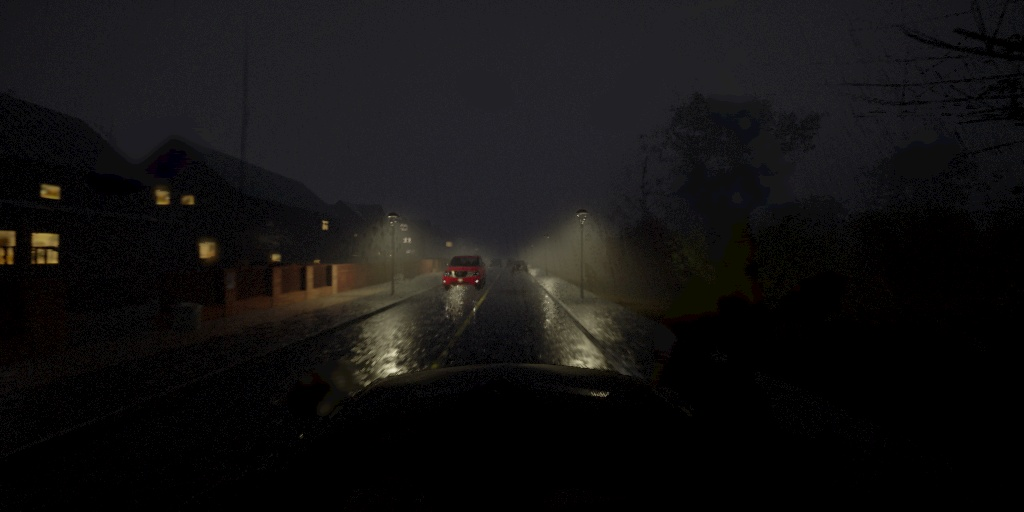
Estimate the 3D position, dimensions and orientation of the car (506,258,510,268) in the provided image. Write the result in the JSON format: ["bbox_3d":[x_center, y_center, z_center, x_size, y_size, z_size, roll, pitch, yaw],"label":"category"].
[{"bbox_3d":[-0.022,1.205,62.205,1.882,1.535,5.008,0,0,0],"label":"car"}]

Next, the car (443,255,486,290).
[{"bbox_3d":[-2.850,0.967,22.539,2.150,2.045,5.566,0,0,0],"label":"car"}]

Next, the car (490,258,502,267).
[{"bbox_3d":[-2.786,1.192,63.250,1.882,1.535,5.008,0,0,0],"label":"car"}]

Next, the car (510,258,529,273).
[{"bbox_3d":[0.946,1.262,42.746,1.812,1.442,4.674,0,0,0],"label":"car"}]
